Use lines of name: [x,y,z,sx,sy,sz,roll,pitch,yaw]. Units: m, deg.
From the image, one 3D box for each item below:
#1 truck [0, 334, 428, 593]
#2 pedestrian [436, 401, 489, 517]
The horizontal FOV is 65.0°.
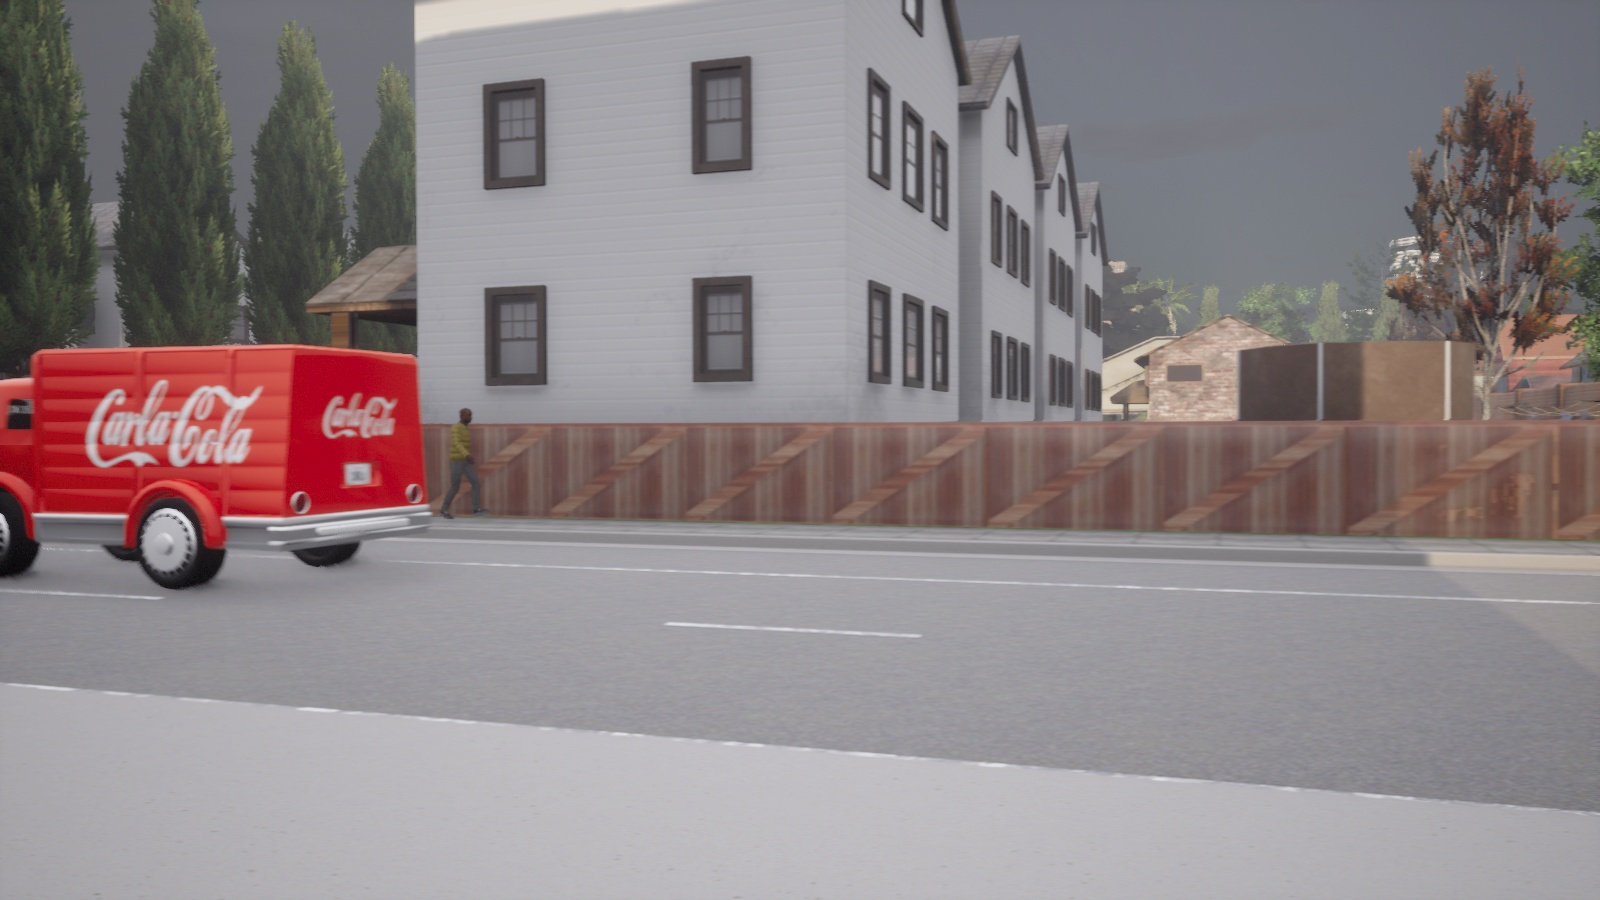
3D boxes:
truck: [-7.169,0.088,14.038,5.204,2.467,2.627,1,1,19]
pedestrian: [-5.405,0.139,20.107,0.726,1.835,0.370,1,1,18]
